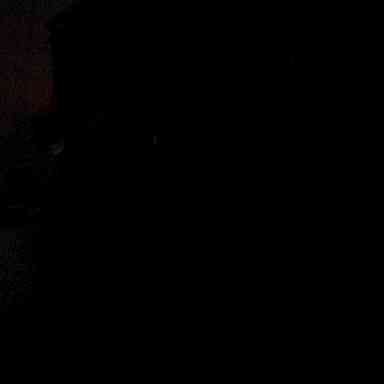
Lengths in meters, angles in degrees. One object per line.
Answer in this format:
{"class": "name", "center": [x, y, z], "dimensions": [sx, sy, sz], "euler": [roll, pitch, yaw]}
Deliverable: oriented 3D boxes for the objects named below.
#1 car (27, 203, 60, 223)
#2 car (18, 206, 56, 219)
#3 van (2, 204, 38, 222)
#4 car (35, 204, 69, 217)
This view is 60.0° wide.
{"class": "car", "center": [-14.585, 2.197, 35.888], "dimensions": [5.566, 2.045, 2.435], "euler": [-5, 1, 24]}
{"class": "car", "center": [-22.558, 2.964, 48.279], "dimensions": [4.892, 1.521, 2.231], "euler": [-5, 1, 24]}
{"class": "van", "center": [-23.578, 2.882, 45.667], "dimensions": [4.442, 1.987, 1.878], "euler": [-5, 1, 24]}
{"class": "car", "center": [-21.440, 2.844, 50.833], "dimensions": [4.674, 1.452, 2.002], "euler": [-5, 1, 24]}
